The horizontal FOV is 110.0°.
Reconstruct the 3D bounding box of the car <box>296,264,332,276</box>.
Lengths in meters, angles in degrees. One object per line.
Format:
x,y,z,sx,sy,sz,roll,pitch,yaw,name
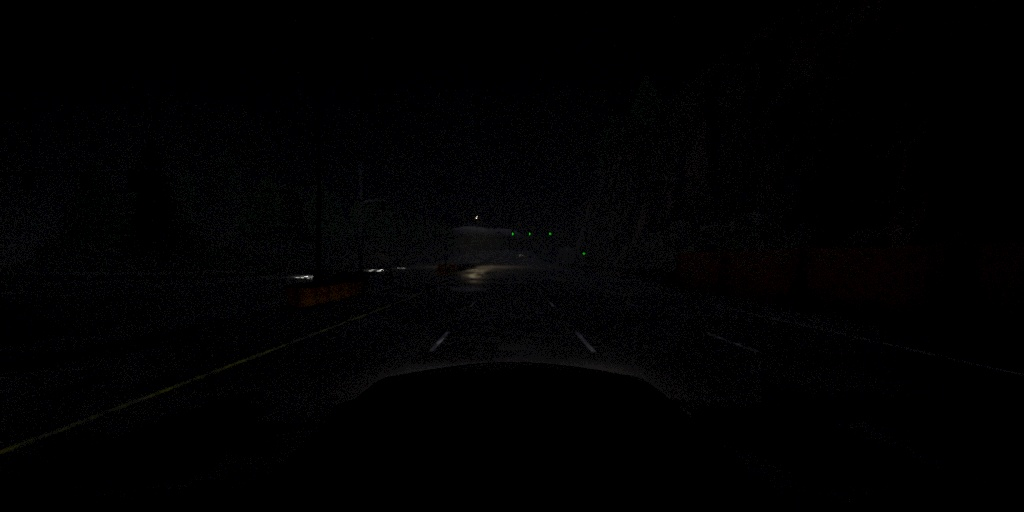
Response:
-24.506,1.718,44.667,2.033,1.411,5.357,0,-1,0,car
